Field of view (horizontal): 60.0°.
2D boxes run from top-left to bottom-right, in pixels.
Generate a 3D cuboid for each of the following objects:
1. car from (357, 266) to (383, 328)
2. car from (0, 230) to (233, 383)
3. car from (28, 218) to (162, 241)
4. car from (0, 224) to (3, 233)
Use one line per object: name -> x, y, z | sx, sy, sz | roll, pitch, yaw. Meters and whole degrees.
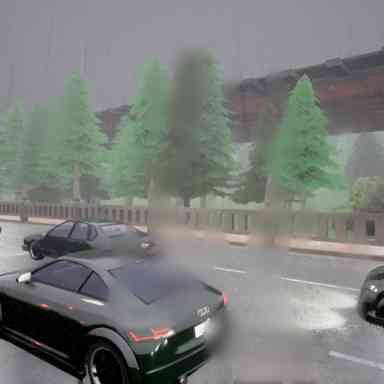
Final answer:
car -> 4.782, 1.564, 4.878 | 4.181, 1.385, 1.994 | 0, 0, 36
car -> -1.499, 1.564, 5.068 | 4.181, 1.385, 1.994 | 0, 0, 35
car -> -3.312, 1.547, 10.671 | 5.357, 1.411, 2.033 | 0, 0, 36
car -> -11.461, 1.547, 16.486 | 5.357, 1.411, 2.033 | 0, 0, 36
